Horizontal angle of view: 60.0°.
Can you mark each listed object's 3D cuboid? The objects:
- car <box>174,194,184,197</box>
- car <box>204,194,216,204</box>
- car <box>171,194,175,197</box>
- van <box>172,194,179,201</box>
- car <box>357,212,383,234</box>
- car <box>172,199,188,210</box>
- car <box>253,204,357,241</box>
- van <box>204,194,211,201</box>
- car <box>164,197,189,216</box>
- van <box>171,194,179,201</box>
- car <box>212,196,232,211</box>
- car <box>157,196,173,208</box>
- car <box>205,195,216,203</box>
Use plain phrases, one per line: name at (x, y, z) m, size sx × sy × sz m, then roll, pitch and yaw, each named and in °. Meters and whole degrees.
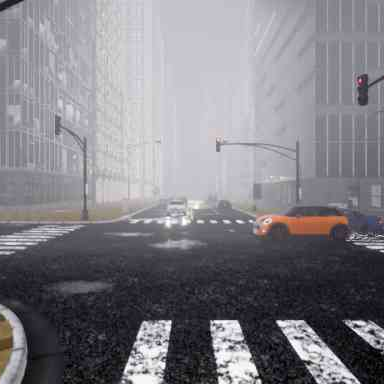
car at (-1.571, 1.510, 55.204) m, size 1.837 × 1.490 × 4.892 m, roll 0°, pitch 0°, yaw 0°
car at (3.795, 1.312, 63.920) m, size 2.192 × 1.841 × 5.009 m, roll 0°, pitch 0°, yaw 0°
car at (-4.085, 1.563, 63.888) m, size 1.947 × 1.339 × 4.313 m, roll 0°, pitch 0°, yaw 0°
van at (-4.175, 1.314, 85.998) m, size 1.690 × 1.788 × 3.998 m, roll 0°, pitch 0°, yaw 0°
car at (8.722, 1.715, 20.323) m, size 5.357 × 1.411 × 2.033 m, roll 2°, pitch 0°, yaw -3°
car at (-1.531, 1.613, 43.154) m, size 1.895 × 1.301 × 4.718 m, roll 0°, pitch 0°, yaw 0°
car at (5.484, 1.449, 16.910) m, size 4.553 × 1.767 × 2.097 m, roll 1°, pitch 1°, yaw -3°
van at (3.727, 1.320, 80.503) m, size 1.690 × 1.788 × 3.998 m, roll 0°, pitch 0°, yaw 0°
car at (-1.491, 1.542, 33.049) m, size 1.812 × 1.442 × 4.674 m, roll 0°, pitch 0°, yaw 0°
van at (-4.153, 1.320, 80.471) m, size 1.690 × 1.788 × 3.998 m, roll 0°, pitch 0°, yaw 0°
car at (3.934, 1.579, 41.811) m, size 1.947 × 1.339 × 4.313 m, roll 0°, pitch 0°, yaw 0°
car at (-4.018, 1.592, 47.305) m, size 1.802 × 1.307 × 4.206 m, roll 0°, pitch 0°, yaw 0°
car at (3.772, 1.432, 69.448) m, size 1.967 × 1.590 × 4.097 m, roll 0°, pitch 0°, yaw 0°
